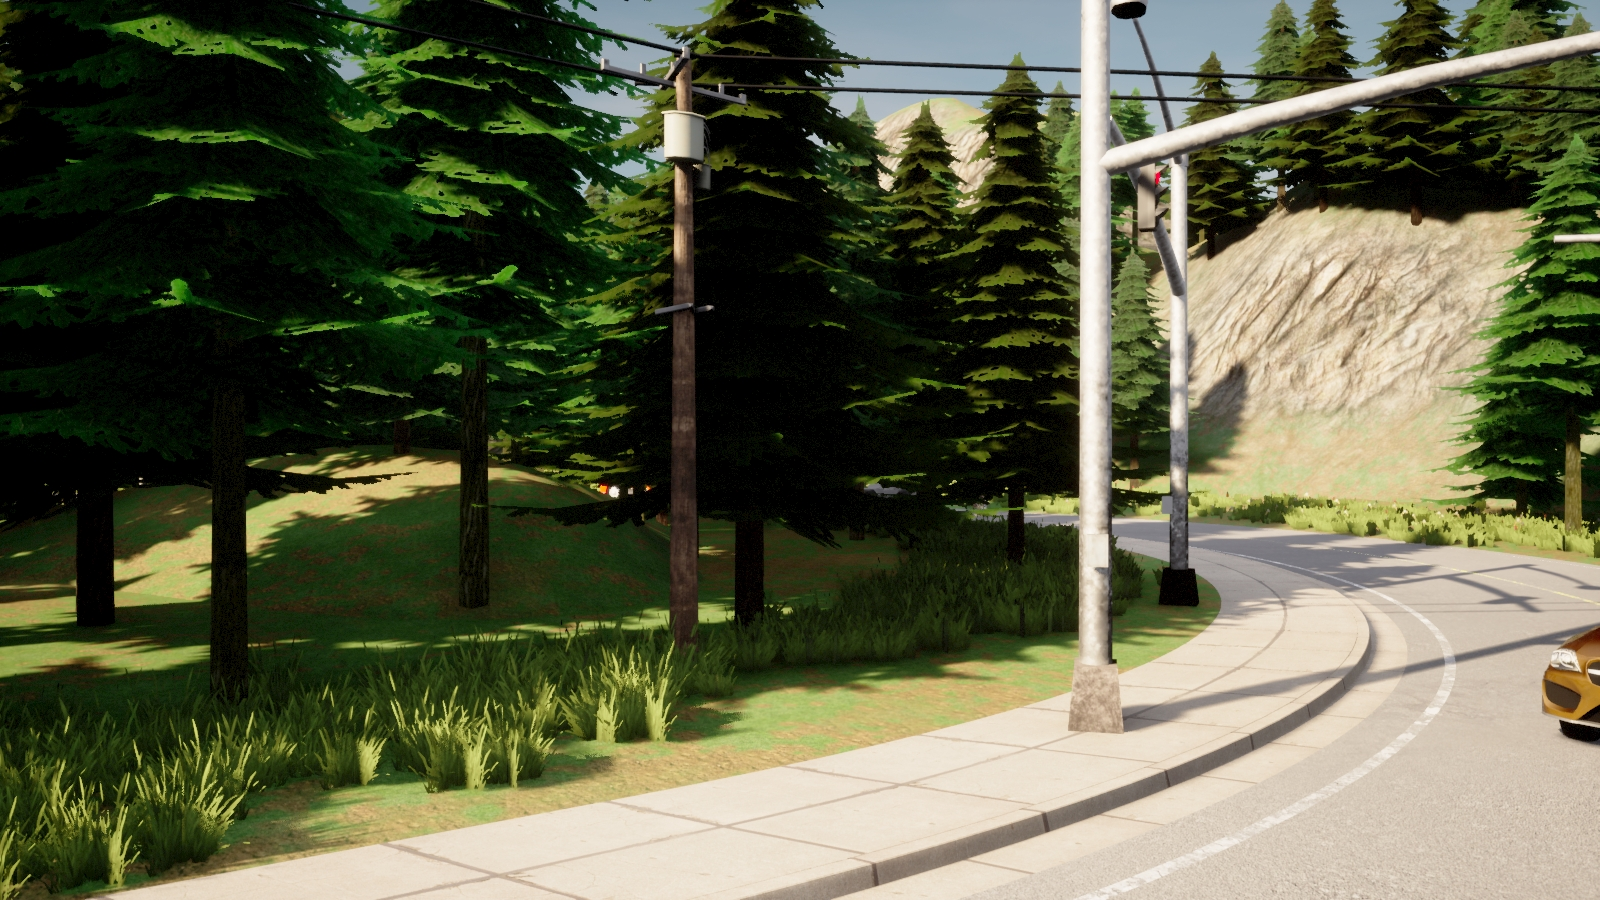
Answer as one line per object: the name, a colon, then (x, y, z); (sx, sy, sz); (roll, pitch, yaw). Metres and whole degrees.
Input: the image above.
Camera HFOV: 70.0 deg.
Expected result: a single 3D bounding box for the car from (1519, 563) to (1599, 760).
car: (9.577, 1.970, 11.147); (5.027, 1.651, 2.152); (0, 0, -29)
